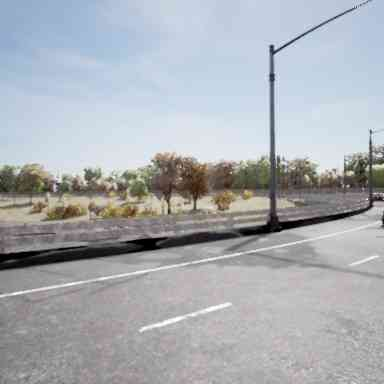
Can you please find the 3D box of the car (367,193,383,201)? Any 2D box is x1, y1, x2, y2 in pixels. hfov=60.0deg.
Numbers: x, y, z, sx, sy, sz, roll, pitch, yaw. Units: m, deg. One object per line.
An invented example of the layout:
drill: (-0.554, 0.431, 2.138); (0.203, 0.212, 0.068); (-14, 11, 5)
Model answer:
car: (37.684, 1.062, 68.789); (2.097, 1.767, 4.553); (0, 0, 12)

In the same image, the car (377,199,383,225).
car: (13.768, 1.386, 21.596); (2.128, 1.511, 4.902); (0, 0, 41)
